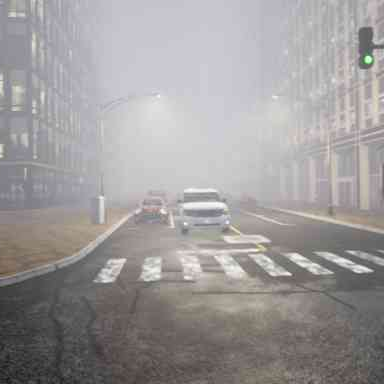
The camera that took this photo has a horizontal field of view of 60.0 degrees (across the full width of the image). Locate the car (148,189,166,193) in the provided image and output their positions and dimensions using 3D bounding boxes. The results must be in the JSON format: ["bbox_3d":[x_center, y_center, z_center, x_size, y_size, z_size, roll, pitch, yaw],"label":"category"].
[{"bbox_3d":[-3.305,0.702,31.212,2.192,1.841,5.009,0,1,-5],"label":"car"}]

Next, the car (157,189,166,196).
[{"bbox_3d":[-6.411,0.164,70.111,1.887,1.381,4.507,0,1,-5],"label":"car"}]

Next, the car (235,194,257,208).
[{"bbox_3d":[5.041,0.825,31.943,1.802,1.307,4.206,0,1,-5],"label":"car"}]

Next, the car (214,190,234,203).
[{"bbox_3d":[4.141,0.546,43.229,1.752,1.417,4.829,0,1,-5],"label":"car"}]

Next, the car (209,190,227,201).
[{"bbox_3d":[3.710,0.480,48.619,1.947,1.339,4.313,0,1,-5],"label":"car"}]

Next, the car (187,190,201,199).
[{"bbox_3d":[0.354,0.340,57.654,1.994,1.385,4.181,-1,1,-5],"label":"car"}]

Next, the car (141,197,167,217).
[{"bbox_3d":[-2.863,1.078,25.661,1.802,1.307,4.206,0,1,-5],"label":"car"}]

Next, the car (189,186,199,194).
[{"bbox_3d":[0.605,-0.536,87.524,2.192,1.841,5.009,0,1,-5],"label":"car"}]

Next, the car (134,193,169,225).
[{"bbox_3d":[-2.419,1.046,20.102,1.967,1.590,4.097,0,1,-5],"label":"car"}]

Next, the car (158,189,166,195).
[{"bbox_3d":[-7.299,-0.033,81.225,1.947,1.339,4.313,0,1,-5],"label":"car"}]

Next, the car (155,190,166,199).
[{"bbox_3d":[-5.524,0.383,58.998,1.887,1.381,4.507,0,1,-5],"label":"car"}]

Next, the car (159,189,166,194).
[{"bbox_3d":[-7.742,-0.163,86.781,1.887,1.381,4.507,0,1,-5],"label":"car"}]

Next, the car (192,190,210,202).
[{"bbox_3d":[1.197,0.527,47.338,2.033,1.411,5.357,-1,1,-5],"label":"car"}]

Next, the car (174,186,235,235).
[{"bbox_3d":[0.419,0.851,16.878,2.150,2.045,5.566,-1,1,-5],"label":"car"}]

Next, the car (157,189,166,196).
[{"bbox_3d":[-6.855,0.061,75.668,2.008,1.369,4.403,0,1,-5],"label":"car"}]
